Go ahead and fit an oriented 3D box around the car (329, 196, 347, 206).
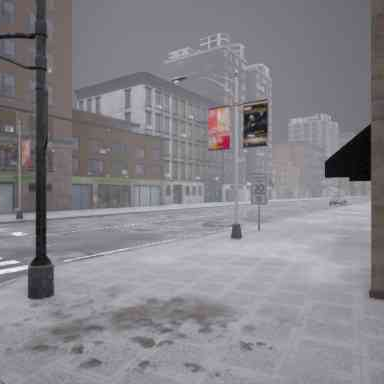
[{"bbox_3d":[22.651,1.376,51.518,2.033,1.411,5.357,0,0,34],"label":"car"}]
